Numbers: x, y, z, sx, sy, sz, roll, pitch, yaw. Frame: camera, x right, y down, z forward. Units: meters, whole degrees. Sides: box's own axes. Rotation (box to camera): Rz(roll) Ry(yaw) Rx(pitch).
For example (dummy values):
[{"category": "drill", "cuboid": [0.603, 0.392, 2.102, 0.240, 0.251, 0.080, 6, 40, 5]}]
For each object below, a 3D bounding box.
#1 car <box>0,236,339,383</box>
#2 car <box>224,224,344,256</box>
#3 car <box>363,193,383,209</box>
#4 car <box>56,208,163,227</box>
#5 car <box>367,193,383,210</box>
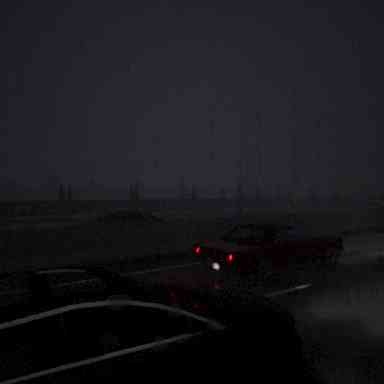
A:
[{"category": "car", "cuboid": [-0.999, 1.491, 3.034, 4.902, 1.511, 2.128, 0, 0, -36]}, {"category": "car", "cuboid": [2.415, 1.598, 9.769, 4.718, 1.301, 1.895, 0, 0, -35]}, {"category": "car", "cuboid": [20.749, 1.212, 35.941, 5.566, 2.045, 2.150, 0, 0, -35]}, {"category": "car", "cuboid": [-3.471, 1.503, 14.413, 4.892, 1.490, 1.837, 0, 0, -35]}, {"category": "car", "cuboid": [25.381, 1.209, 43.507, 5.566, 2.045, 2.150, 0, 0, -35]}]
